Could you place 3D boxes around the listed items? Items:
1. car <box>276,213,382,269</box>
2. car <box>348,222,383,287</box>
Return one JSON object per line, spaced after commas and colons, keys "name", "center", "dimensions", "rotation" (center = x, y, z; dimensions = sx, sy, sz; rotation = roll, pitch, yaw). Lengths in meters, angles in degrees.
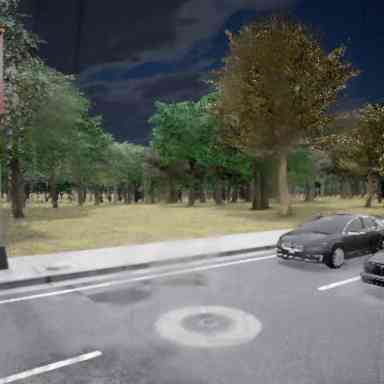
{"name": "car", "center": [4.895, 1.493, 11.174], "dimensions": [4.892, 1.490, 1.837], "rotation": [0, 0, -36]}
{"name": "car", "center": [6.352, 1.536, 8.221], "dimensions": [5.357, 1.411, 2.033], "rotation": [0, 0, -36]}
